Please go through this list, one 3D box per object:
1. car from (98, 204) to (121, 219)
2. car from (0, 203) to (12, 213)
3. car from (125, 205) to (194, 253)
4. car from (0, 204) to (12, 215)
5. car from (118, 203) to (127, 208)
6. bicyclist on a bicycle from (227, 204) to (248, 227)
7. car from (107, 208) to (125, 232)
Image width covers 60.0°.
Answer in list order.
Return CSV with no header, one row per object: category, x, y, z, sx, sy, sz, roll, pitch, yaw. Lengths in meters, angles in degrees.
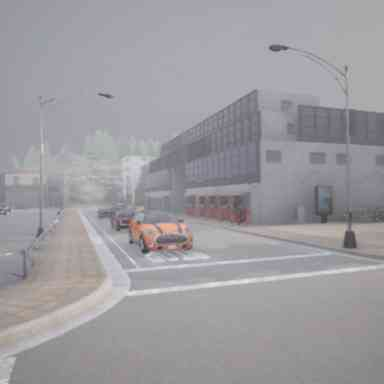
car,-9.620,2.366,37.764,1.895,1.301,4.718,0,-1,-20
car,-29.318,2.462,50.018,3.806,1.475,1.970,0,-1,-20
car,-1.529,1.627,15.179,2.097,1.767,4.553,0,-1,-20
car,-26.847,2.251,44.089,5.027,1.636,2.152,0,-1,-20
car,-8.524,2.433,45.475,2.033,1.411,5.357,0,-1,-19
bicyclist on a bicycle,3.277,1.670,23.923,1.656,1.620,0.582,-1,-1,-20
car,-4.692,2.067,23.984,1.895,1.301,4.718,0,-1,-20
